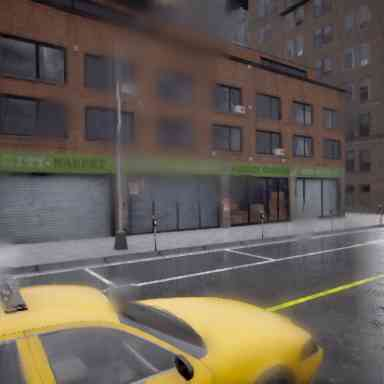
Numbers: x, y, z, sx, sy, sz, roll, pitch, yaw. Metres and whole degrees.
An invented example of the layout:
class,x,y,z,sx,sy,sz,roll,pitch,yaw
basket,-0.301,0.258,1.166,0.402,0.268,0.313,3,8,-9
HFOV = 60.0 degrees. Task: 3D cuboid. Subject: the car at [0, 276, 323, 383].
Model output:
class,x,y,z,sx,sy,sz,roll,pitch,yaw
car,-1.104,1.455,2.646,5.366,1.575,1.801,0,0,-35
